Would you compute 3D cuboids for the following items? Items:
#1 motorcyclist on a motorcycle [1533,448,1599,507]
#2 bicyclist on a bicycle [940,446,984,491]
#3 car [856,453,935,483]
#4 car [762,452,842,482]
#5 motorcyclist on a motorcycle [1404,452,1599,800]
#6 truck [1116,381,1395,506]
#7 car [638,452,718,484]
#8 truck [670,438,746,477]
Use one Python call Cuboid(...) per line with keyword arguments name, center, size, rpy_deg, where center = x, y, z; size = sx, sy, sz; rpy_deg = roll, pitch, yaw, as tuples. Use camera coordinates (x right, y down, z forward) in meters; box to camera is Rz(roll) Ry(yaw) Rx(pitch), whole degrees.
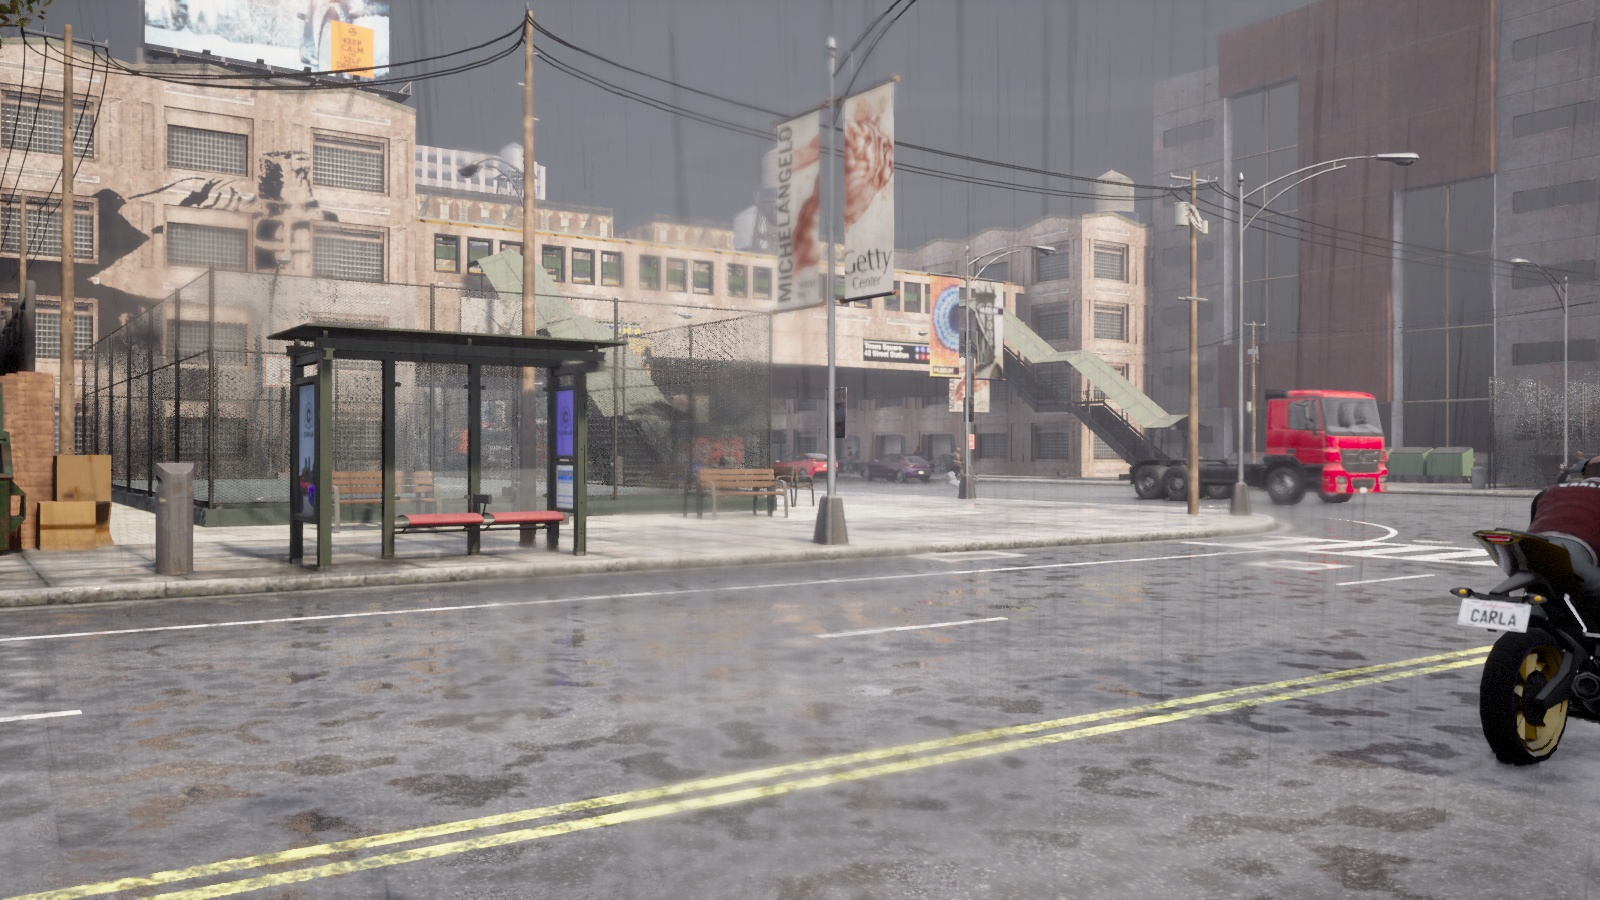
Cuboid(name="motorcyclist on a motorcycle", center=(21.289, 0.737, 34.488), size=(0.866, 1.590, 1.817), rpy_deg=(0, 0, -35))
Cuboid(name="bicyclist on a bicycle", center=(6.446, 0.724, 49.950), size=(0.659, 1.776, 1.843), rpy_deg=(0, 0, -34))
Cuboid(name="car", center=(4.868, 0.906, 64.648), size=(1.816, 1.474, 4.193), rpy_deg=(0, 0, -34))
Cuboid(name="car", center=(0.068, 0.852, 65.474), size=(2.007, 1.525, 4.514), rpy_deg=(0, 0, -34))
Cuboid(name="motorcyclist on a motorcycle", center=(4.187, 0.787, 6.584), size=(2.191, 1.530, 0.866), rpy_deg=(-1, 0, -35))
Cuboid(name="truck", center=(13.896, -0.171, 39.064), size=(2.891, 3.462, 7.936), rpy_deg=(0, 0, -34))
Cuboid(name="car", center=(-6.085, 0.856, 62.078), size=(2.007, 1.525, 4.514), rpy_deg=(0, 0, -34))
Cuboid(name="truck", center=(-5.969, 0.468, 80.699), size=(2.627, 2.467, 5.204), rpy_deg=(0, 0, -34))
